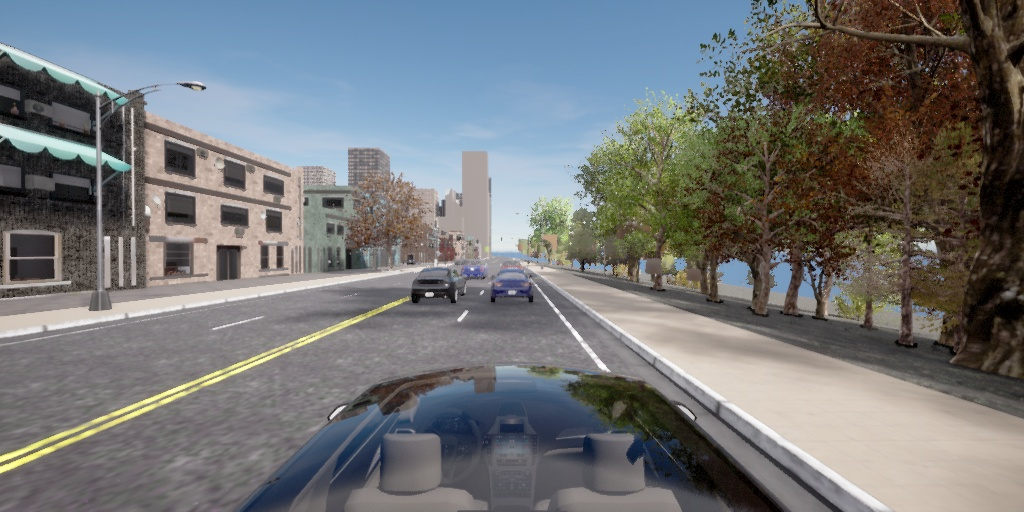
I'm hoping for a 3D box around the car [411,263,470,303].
[{"bbox_3d":[-3.250,1.261,16.501,1.837,1.490,4.892,0,0,0],"label":"car"}]

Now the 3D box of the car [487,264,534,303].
[{"bbox_3d":[0.000,1.277,16.501,1.812,1.442,4.674,0,0,0],"label":"car"}]

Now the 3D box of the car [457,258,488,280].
[{"bbox_3d":[-3.249,1.108,31.471,2.097,1.767,4.553,0,0,0],"label":"car"}]

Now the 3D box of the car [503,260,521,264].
[{"bbox_3d":[0.000,1.108,31.471,2.097,1.767,4.553,0,0,0],"label":"car"}]
